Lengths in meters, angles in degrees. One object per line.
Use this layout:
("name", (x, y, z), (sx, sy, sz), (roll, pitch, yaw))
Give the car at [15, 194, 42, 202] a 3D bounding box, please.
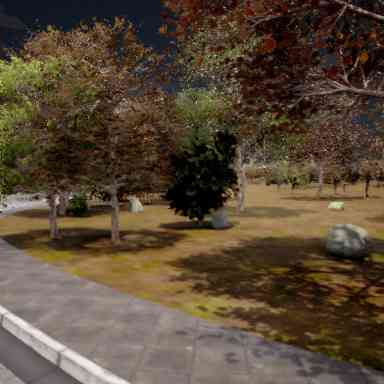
("car", (-26.379, 0.821, 53.930), (2.033, 1.411, 5.357), (-1, 1, 2))
